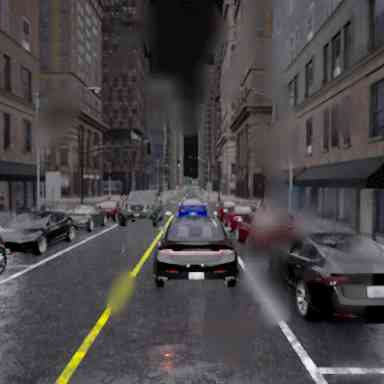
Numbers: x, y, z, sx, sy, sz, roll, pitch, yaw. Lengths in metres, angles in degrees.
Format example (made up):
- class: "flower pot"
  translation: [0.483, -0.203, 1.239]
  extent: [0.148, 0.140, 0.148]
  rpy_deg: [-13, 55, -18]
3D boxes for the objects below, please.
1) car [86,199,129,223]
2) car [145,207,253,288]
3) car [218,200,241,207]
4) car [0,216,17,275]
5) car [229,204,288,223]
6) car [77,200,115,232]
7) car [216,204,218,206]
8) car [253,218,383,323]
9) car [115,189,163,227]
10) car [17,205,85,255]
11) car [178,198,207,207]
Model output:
- class: "car"
  translation: [-5.822, 1.248, 23.464]
  extent: [1.887, 1.381, 4.507]
  rpy_deg: [-1, 1, 0]
- class: "car"
  translation: [0.082, 1.378, 8.884]
  extent: [2.128, 1.511, 4.902]
  rpy_deg: [0, 1, 0]
- class: "car"
  translation: [2.715, 1.316, 17.976]
  extent: [1.887, 1.381, 4.507]
  rpy_deg: [-1, 1, 0]
- class: "car"
  translation: [-5.789, 1.351, 6.948]
  extent: [1.967, 1.590, 4.097]
  rpy_deg: [-1, 1, 0]
- class: "car"
  translation: [2.726, 1.385, 12.471]
  extent: [1.887, 1.381, 4.507]
  rpy_deg: [-1, 1, 0]
- class: "car"
  translation: [-5.810, 1.323, 17.959]
  extent: [2.008, 1.369, 4.403]
  rpy_deg: [-1, 1, 0]
- class: "car"
  translation: [2.703, 1.247, 23.481]
  extent: [1.887, 1.381, 4.507]
  rpy_deg: [-1, 1, 0]
- class: "car"
  translation: [2.737, 1.475, 6.967]
  extent: [1.947, 1.339, 4.313]
  rpy_deg: [-1, 1, 0]
- class: "car"
  translation: [-3.044, 0.867, 21.057]
  extent: [2.150, 2.045, 5.566]
  rpy_deg: [0, 1, 0]
- class: "car"
  translation: [-5.799, 1.407, 12.455]
  extent: [1.947, 1.339, 4.313]
  rpy_deg: [-1, 1, 0]
- class: "car"
  translation: [0.049, 1.182, 23.313]
  extent: [1.882, 1.535, 5.008]
  rpy_deg: [0, 0, 0]
